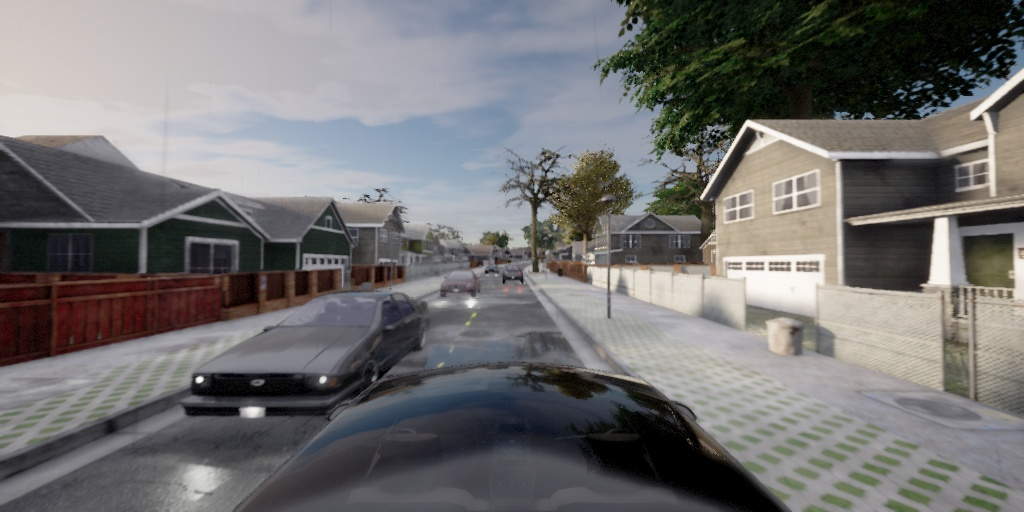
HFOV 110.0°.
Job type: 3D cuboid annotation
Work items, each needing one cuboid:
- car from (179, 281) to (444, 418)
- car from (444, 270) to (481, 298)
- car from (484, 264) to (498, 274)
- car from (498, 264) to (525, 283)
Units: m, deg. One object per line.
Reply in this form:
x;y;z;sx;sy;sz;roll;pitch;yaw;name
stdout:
-2.846;1.363;6.597;2.033;1.411;5.357;0;-1;0;car
-2.837;1.513;20.558;1.812;1.442;4.674;0;-1;0;car
-2.773;1.853;50.512;1.994;1.385;4.181;0;-1;1;car
0.088;1.607;32.103;2.128;1.511;4.902;0;-1;0;car
